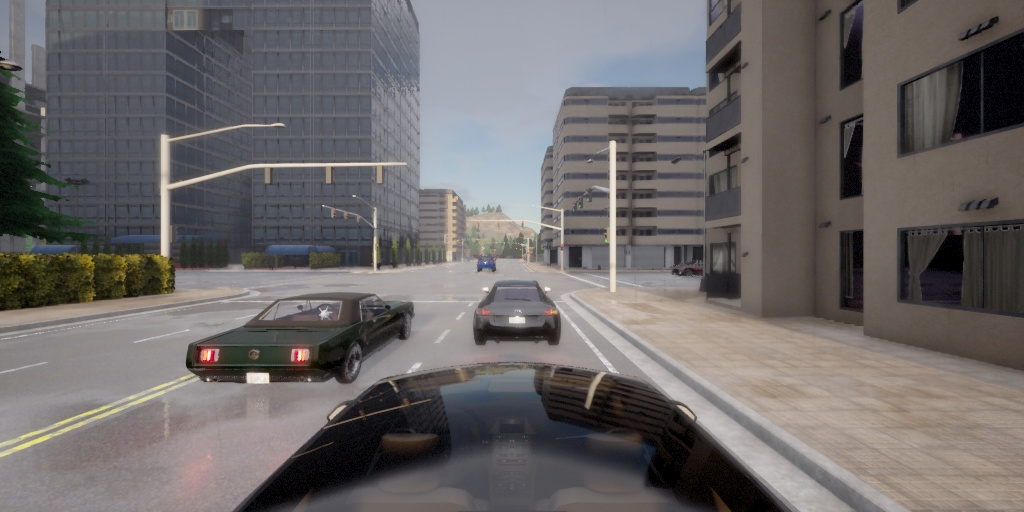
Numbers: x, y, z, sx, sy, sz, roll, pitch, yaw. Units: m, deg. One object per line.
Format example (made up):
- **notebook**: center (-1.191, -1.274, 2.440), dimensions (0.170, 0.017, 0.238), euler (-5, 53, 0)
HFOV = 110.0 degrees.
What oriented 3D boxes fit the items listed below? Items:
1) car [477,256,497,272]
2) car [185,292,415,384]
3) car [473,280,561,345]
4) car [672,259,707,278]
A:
- **car**: center (-3.232, 0.971, 46.261), dimensions (2.150, 2.045, 5.566), euler (0, 0, 0)
- **car**: center (-3.384, 1.351, 7.025), dimensions (1.895, 1.301, 4.718), euler (0, 0, 0)
- **car**: center (0.126, 1.314, 9.504), dimensions (1.994, 1.385, 4.181), euler (0, 0, 1)
- **car**: center (17.508, 1.102, 33.674), dimensions (4.553, 1.767, 2.097), euler (0, 0, 0)
